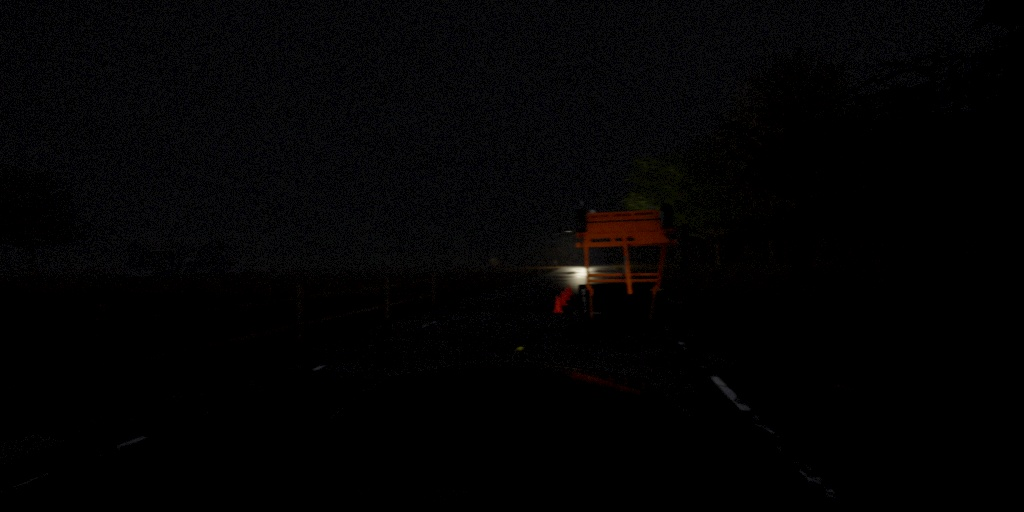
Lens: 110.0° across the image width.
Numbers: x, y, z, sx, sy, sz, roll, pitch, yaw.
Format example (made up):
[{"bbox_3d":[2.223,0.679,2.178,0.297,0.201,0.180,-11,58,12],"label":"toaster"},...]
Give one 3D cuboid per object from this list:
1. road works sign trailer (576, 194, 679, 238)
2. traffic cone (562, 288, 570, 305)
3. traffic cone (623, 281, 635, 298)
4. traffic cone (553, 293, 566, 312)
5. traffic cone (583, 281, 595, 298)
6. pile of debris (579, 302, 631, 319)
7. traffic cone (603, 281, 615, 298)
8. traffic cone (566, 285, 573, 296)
[{"bbox_3d":[2.595,-2.357,8.179,2.380,3.560,2.880,0,0,13],"label":"road works sign trailer"},{"bbox_3d":[2.171,1.786,15.239,0.340,0.580,0.340,0,0,13],"label":"traffic cone"},{"bbox_3d":[6.007,1.727,18.444,0.340,0.580,0.340,0,0,13],"label":"traffic cone"},{"bbox_3d":[1.712,1.778,13.293,0.340,0.580,0.340,0,0,13],"label":"traffic cone"},{"bbox_3d":[4.062,1.777,18.903,0.340,0.580,0.340,0,0,13],"label":"traffic cone"},{"bbox_3d":[3.157,1.951,12.958,1.860,0.140,1.500,0,0,13],"label":"pile of debris"},{"bbox_3d":[5.035,1.752,18.673,0.340,0.580,0.340,0,0,13],"label":"traffic cone"},{"bbox_3d":[2.631,1.794,17.186,0.340,0.580,0.340,0,0,13],"label":"traffic cone"}]
